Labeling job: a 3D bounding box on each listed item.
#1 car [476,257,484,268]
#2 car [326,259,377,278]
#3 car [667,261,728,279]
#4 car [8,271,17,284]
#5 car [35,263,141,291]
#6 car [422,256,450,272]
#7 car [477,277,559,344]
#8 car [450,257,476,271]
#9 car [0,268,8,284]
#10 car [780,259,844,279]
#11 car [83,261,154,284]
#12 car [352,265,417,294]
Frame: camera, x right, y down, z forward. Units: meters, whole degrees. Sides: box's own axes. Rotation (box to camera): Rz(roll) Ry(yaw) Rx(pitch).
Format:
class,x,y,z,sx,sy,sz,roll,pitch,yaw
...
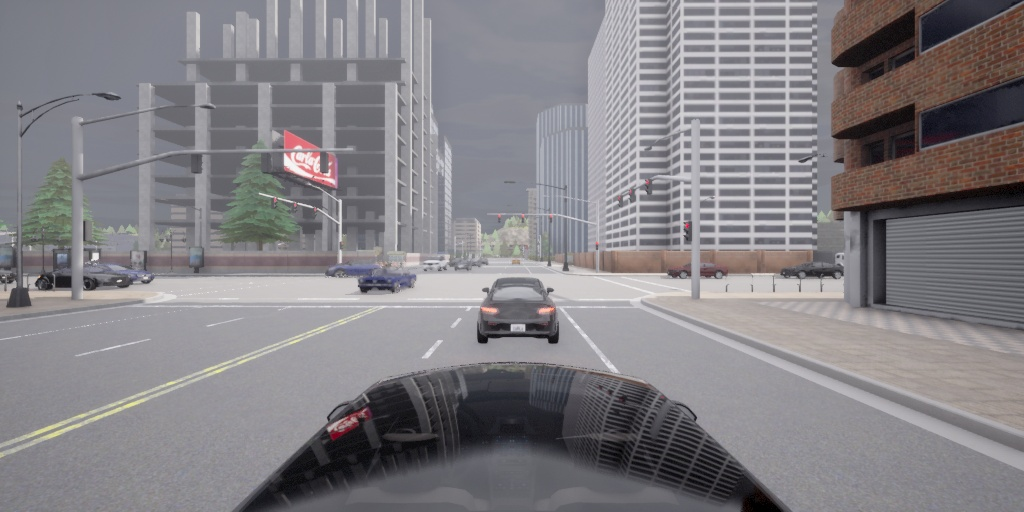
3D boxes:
class,x,y,z,sx,sy,sz,roll,pitch,yaw
car,-6.389,1.313,61.424,1.994,1.385,4.181,0,0,1
car,-14.703,1.101,33.339,4.553,1.767,2.097,0,0,-37
car,16.462,1.228,31.913,5.008,1.535,1.882,0,0,0
car,-37.853,1.255,25.070,4.892,1.490,1.837,0,0,0
car,-25.509,1.314,21.485,4.181,1.385,1.994,0,0,0
car,-10.070,0.971,47.040,2.150,2.045,5.566,0,0,1
car,0.158,1.276,9.492,1.812,1.442,4.674,0,0,1
car,-6.563,1.241,48.563,2.128,1.511,4.902,0,0,1
car,-34.208,1.102,21.545,4.553,1.767,2.097,0,0,0
car,26.655,1.228,31.836,5.008,1.535,1.882,0,0,0
car,-27.864,1.276,25.001,4.674,1.442,1.812,0,0,0
car,-6.900,1.351,20.285,1.895,1.301,4.718,0,0,1
